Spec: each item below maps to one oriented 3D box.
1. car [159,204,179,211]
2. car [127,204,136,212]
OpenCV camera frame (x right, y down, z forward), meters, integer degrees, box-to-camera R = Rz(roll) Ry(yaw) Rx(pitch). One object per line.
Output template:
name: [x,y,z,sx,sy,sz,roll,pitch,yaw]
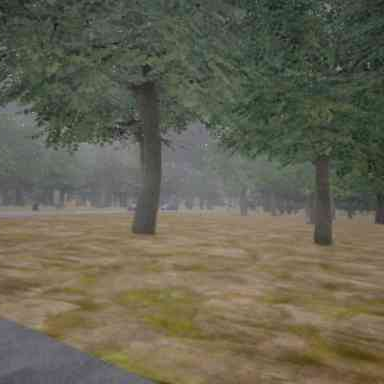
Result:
car: [-4.816,3.315,70.557,2.033,1.411,5.357,1,-3,28]
car: [-9.966,2.878,60.838,1.812,1.442,4.674,1,-3,28]
